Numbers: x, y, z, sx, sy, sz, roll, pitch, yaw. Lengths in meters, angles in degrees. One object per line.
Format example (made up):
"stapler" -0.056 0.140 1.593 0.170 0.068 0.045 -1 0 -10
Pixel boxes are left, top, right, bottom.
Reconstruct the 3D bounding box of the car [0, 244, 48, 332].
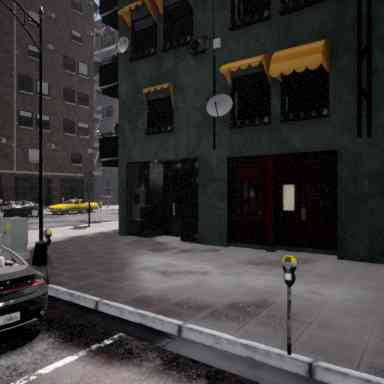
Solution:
"car" -4.340 1.553 5.969 4.403 1.369 2.008 0 0 35

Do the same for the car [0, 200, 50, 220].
"car" -13.907 1.354 25.978 2.008 1.369 4.403 1 1 35

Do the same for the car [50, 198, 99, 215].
"car" -10.817 1.254 30.403 1.752 1.417 4.829 1 1 35
